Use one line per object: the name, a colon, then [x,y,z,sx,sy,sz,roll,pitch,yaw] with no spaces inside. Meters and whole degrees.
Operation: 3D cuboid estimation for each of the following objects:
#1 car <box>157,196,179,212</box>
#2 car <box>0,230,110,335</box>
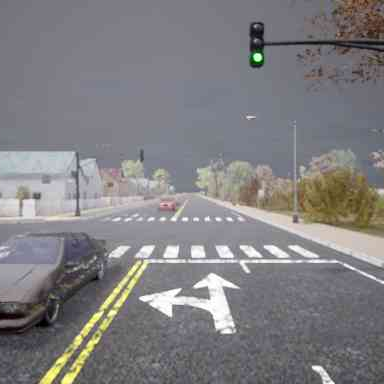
car: [-3.253,1.607,43.619,2.150,2.045,5.566,0,1,0]
car: [-3.252,1.600,7.341,2.033,1.411,5.357,0,0,0]
